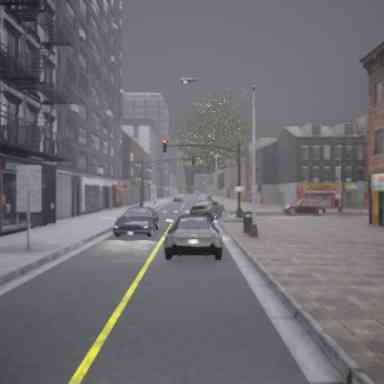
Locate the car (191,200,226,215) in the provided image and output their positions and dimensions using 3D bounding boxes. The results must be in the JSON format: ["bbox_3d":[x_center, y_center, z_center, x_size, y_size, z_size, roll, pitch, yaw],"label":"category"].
[{"bbox_3d":[1.357,1.445,26.870,1.837,1.490,4.892,-1,0,20],"label":"car"}]

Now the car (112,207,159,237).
[{"bbox_3d":[-2.801,1.505,17.888,2.033,1.411,5.357,0,0,1],"label":"car"}]

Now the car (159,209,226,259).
[{"bbox_3d":[0.058,1.532,12.452,1.994,1.385,4.181,0,0,0],"label":"car"}]

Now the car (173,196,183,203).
[{"bbox_3d":[-2.771,1.411,66.320,2.033,1.411,5.357,0,0,0],"label":"car"}]

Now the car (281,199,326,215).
[{"bbox_3d":[10.917,1.438,32.908,4.097,1.590,1.967,0,0,0],"label":"car"}]
